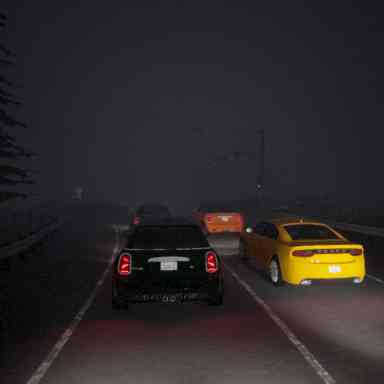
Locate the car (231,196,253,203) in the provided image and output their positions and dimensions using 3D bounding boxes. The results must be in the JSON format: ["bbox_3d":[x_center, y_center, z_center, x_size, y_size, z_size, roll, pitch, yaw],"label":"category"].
[{"bbox_3d":[10.562,1.553,70.436,4.181,1.385,1.994,0,0,-19],"label":"car"}]

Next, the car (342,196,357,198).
[{"bbox_3d":[29.284,1.525,65.787,4.902,1.511,2.128,0,0,-19],"label":"car"}]

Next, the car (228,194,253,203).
[{"bbox_3d":[9.730,1.352,66.501,4.553,1.767,2.097,0,0,-18],"label":"car"}]

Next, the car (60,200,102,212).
[{"bbox_3d":[-13.317,1.606,39.988,4.718,1.301,1.895,0,0,-19],"label":"car"}]

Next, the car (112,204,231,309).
[{"bbox_3d":[-0.631,1.352,8.095,2.097,1.767,4.553,0,0,-6],"label":"car"}]

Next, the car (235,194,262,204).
[{"bbox_3d":[10.786,1.352,63.195,4.553,1.767,2.097,0,0,-19],"label":"car"}]

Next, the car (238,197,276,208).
[{"bbox_3d":[9.272,1.492,47.700,4.902,1.511,2.128,0,0,-19],"label":"car"}]

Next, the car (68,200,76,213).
[{"bbox_3d":[-9.470,1.554,33.904,5.357,1.411,2.033,0,0,-19],"label":"car"}]

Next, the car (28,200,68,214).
[{"bbox_3d":[-14.641,1.552,35.836,5.357,1.411,2.033,0,0,-19],"label":"car"}]

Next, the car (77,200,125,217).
[{"bbox_3d":[-8.035,1.532,30.696,4.674,1.442,1.812,0,0,-19],"label":"car"}]

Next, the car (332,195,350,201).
[{"bbox_3d":[36.278,1.552,80.888,4.181,1.385,1.994,0,0,-29],"label":"car"}]

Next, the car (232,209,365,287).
[{"bbox_3d":[2.730,1.478,9.456,1.882,1.535,5.008,0,0,-6],"label":"car"}]

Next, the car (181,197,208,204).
[{"bbox_3d":[0.514,1.601,63.404,4.718,1.301,1.895,0,0,-19],"label":"car"}]

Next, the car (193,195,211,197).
[{"bbox_3d":[3.075,1.601,56.889,4.718,1.301,1.895,0,0,-19],"label":"car"}]

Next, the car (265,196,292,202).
[{"bbox_3d":[19.059,1.540,73.337,5.357,1.411,2.033,0,0,-19],"label":"car"}]

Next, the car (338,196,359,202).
[{"bbox_3d":[36.149,1.595,76.718,4.718,1.301,1.895,0,0,-29],"label":"car"}]

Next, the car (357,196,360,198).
[{"bbox_3d":[36.690,1.525,73.008,4.902,1.511,2.128,0,0,-25],"label":"car"}]

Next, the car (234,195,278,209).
[{"bbox_3d":[8.372,1.506,43.695,4.892,1.490,1.837,0,0,-19],"label":"car"}]

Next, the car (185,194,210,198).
[{"bbox_3d":[1.336,1.505,59.992,4.892,1.490,1.837,0,0,-19],"label":"car"}]

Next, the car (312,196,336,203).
[{"bbox_3d":[27.321,1.524,68.797,4.674,1.442,1.812,0,0,-19],"label":"car"}]

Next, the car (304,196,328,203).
[{"bbox_3d":[27.009,1.524,72.402,4.674,1.442,1.812,0,0,-19],"label":"car"}]

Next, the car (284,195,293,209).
[{"bbox_3d":[14.587,1.351,42.119,4.553,1.767,2.097,0,0,-19],"label":"car"}]

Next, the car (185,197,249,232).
[{"bbox_3d":[1.203,1.352,18.342,2.097,1.767,4.553,0,0,-12],"label":"car"}]

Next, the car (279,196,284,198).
[{"bbox_3d":[19.078,1.352,65.965,4.553,1.767,2.097,0,0,-18],"label":"car"}]

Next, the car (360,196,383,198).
[{"bbox_3d":[38.651,1.540,70.075,5.357,1.411,2.033,0,0,-29],"label":"car"}]

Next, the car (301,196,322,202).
[{"bbox_3d":[27.459,1.553,76.347,4.181,1.385,1.994,0,0,-21],"label":"car"}]

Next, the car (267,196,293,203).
[{"bbox_3d":[18.350,1.525,69.396,4.902,1.511,2.128,0,0,-19],"label":"car"}]

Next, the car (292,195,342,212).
[{"bbox_3d":[14.428,1.351,38.365,4.553,1.767,2.097,0,0,-19],"label":"car"}]
